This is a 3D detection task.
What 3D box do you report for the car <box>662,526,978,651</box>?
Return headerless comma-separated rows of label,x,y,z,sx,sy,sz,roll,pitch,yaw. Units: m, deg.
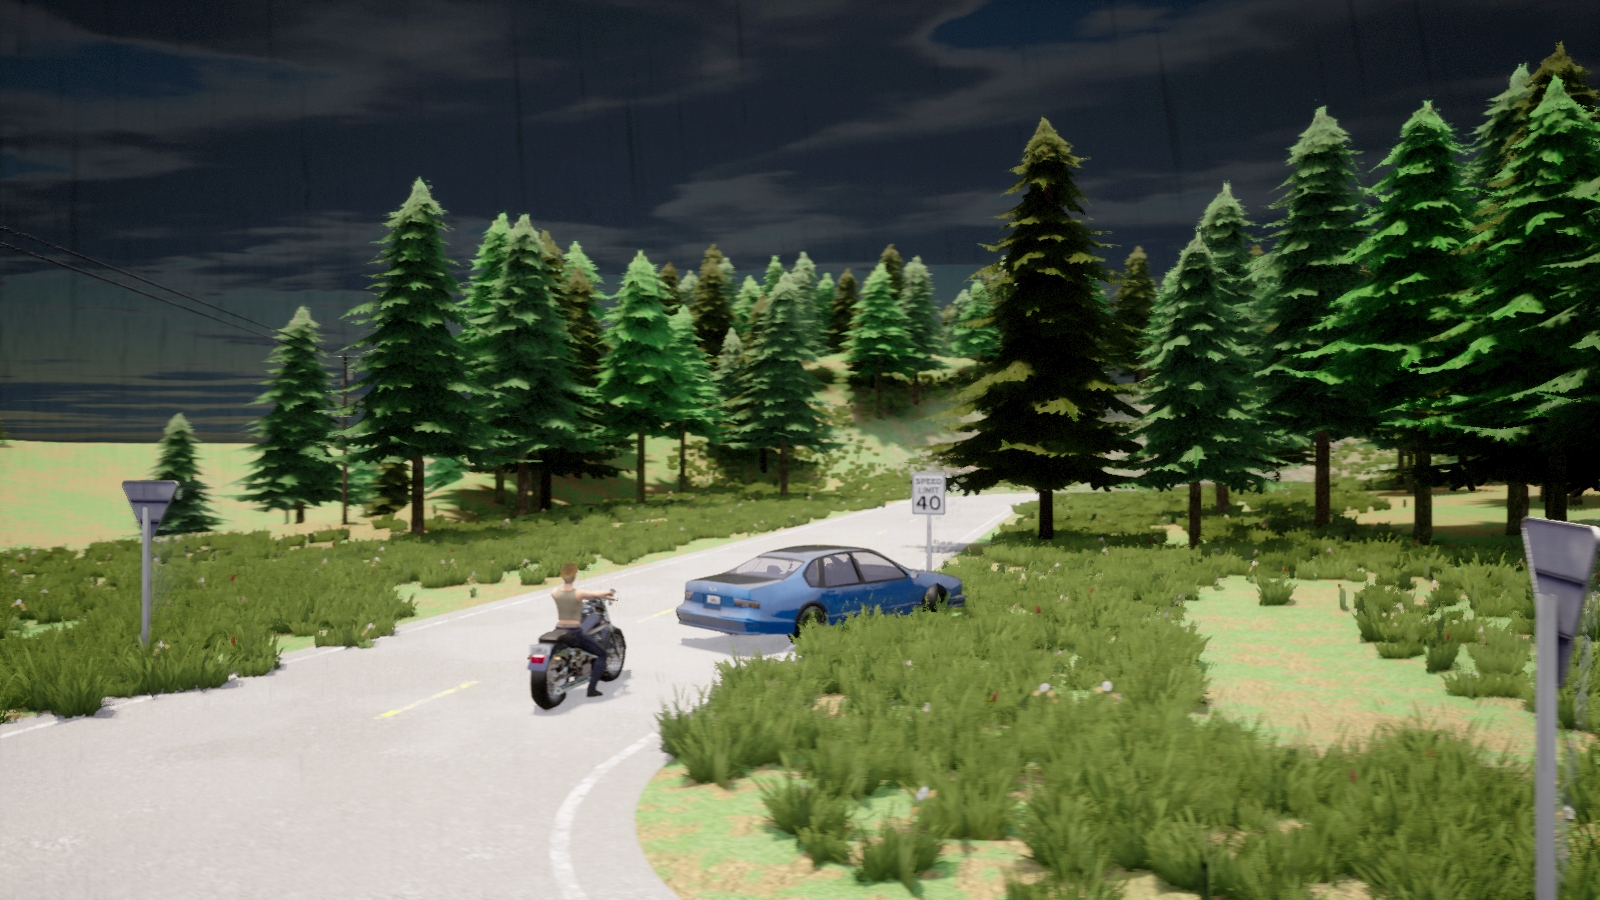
car,0.497,2.133,18.728,2.033,1.411,5.357,0,0,45
